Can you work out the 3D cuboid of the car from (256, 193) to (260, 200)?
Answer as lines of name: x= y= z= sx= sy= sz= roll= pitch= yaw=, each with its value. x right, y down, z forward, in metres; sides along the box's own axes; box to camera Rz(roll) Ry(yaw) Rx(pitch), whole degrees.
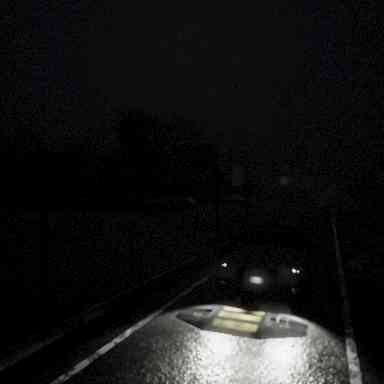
car: x=14.849 y=1.282 z=88.121 sx=4.553 sy=1.767 sz=2.185 roll=0 pitch=0 yaw=22

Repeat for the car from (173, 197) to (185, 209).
car: x=-3.878 y=1.392 z=43.023 sx=4.892 sy=1.521 sz=2.231 roll=0 pitch=0 yaw=23

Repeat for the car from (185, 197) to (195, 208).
car: x=-2.634 y=1.386 z=46.051 sx=5.008 sy=1.535 sz=2.097 roll=0 pitch=0 yaw=23

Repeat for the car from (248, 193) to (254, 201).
car: x=11.618 y=1.362 z=80.415 sx=5.008 sy=1.535 sz=2.097 roll=0 pitch=0 yaw=23

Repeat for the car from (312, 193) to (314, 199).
car: x=26.896 y=1.158 z=83.182 sx=5.566 sy=2.045 sz=2.435 roll=0 pitch=0 yaw=22

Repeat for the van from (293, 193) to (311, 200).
van: x=29.171 y=1.226 z=88.306 sx=4.442 sy=1.987 sz=1.878 roll=0 pitch=0 yaw=22

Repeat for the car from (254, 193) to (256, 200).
car: x=12.688 y=1.415 z=82.988 sx=4.674 sy=1.452 sz=2.002 roll=0 pitch=0 yaw=23

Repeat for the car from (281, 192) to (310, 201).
car: x=22.637 y=1.357 z=72.810 sx=4.892 sy=1.521 sz=2.231 roll=0 pitch=0 yaw=23

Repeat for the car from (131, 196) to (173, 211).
car: x=-5.135 y=1.435 z=39.998 sx=4.674 sy=1.452 sz=2.002 roll=0 pitch=0 yaw=23

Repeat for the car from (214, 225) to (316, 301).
car: x=2.023 y=1.551 z=8.388 sx=1.994 sy=1.385 sz=4.181 roll=0 pitch=0 yaw=22

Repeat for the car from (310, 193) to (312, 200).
car: x=23.678 y=1.113 z=75.412 sx=5.566 sy=2.045 sz=2.435 roll=0 pitch=0 yaw=23

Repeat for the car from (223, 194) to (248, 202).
car: x=9.495 y=1.350 z=75.267 sx=5.008 sy=1.535 sz=2.097 roll=0 pitch=0 yaw=23

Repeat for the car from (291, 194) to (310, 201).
car: x=28.021 y=1.303 z=85.746 sx=4.553 sy=1.767 sz=2.185 roll=0 pitch=0 yaw=22

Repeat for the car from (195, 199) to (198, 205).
car: x=-1.421 y=1.422 z=48.957 sx=4.674 sy=1.452 sz=2.002 roll=0 pitch=0 yaw=23
